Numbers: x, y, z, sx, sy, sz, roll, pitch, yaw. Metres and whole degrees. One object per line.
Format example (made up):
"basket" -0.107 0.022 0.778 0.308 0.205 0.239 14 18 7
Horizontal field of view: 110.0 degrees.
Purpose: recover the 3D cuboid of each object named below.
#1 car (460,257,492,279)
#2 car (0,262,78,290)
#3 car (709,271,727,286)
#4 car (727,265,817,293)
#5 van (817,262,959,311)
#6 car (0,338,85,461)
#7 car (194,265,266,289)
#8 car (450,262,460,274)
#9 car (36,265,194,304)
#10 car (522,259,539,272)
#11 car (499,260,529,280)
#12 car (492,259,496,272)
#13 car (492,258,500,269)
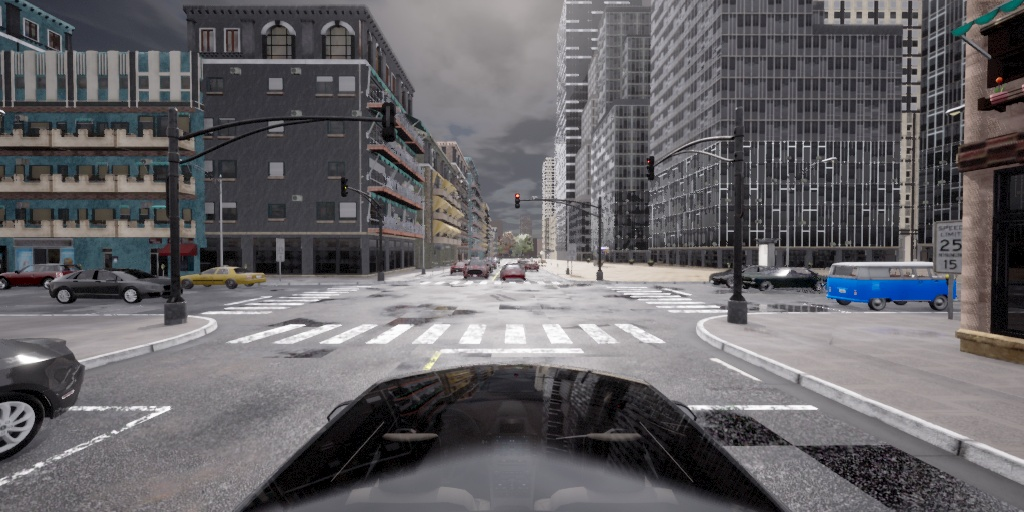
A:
"car" -3.171 1.097 32.539 2.097 1.767 4.553 0 0 -1
"car" -28.842 1.189 22.082 4.097 1.591 1.967 0 0 0
"car" 14.613 1.216 22.290 4.313 1.339 1.948 0 0 0
"car" 14.891 1.289 19.691 4.718 1.301 1.895 0 1 0
"van" 14.653 1.117 13.910 3.998 1.789 1.690 0 0 0
"car" -5.690 1.300 2.190 2.007 1.370 4.403 0 0 0
"car" -17.945 1.246 22.134 4.829 1.417 1.751 0 0 0
"car" -5.810 1.289 40.256 1.888 1.381 4.507 0 0 0
"car" -17.901 1.314 16.331 4.892 1.490 1.837 0 1 0
"car" 2.519 1.289 45.988 1.888 1.381 4.507 0 0 0
"car" 0.089 1.309 30.836 1.994 1.385 4.181 0 0 -2
"car" -3.225 1.345 42.756 1.895 1.301 4.718 0 0 0
"car" -3.254 1.346 53.553 1.895 1.301 4.718 0 0 0
